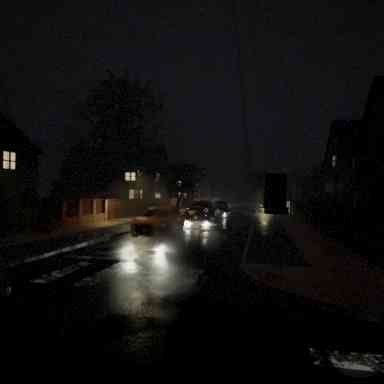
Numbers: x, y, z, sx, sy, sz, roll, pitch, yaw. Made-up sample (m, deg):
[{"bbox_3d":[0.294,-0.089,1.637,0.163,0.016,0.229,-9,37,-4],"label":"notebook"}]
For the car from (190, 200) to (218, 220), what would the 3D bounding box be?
[{"bbox_3d":[0.796,1.549,30.070,2.097,1.767,4.553,1,-1,12],"label":"car"}]

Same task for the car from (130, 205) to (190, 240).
[{"bbox_3d":[-1.707,1.552,18.013,1.882,1.535,5.008,1,0,12],"label":"car"}]

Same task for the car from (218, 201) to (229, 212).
[{"bbox_3d":[3.888,1.912,44.822,1.812,1.442,4.674,1,-1,13],"label":"car"}]
